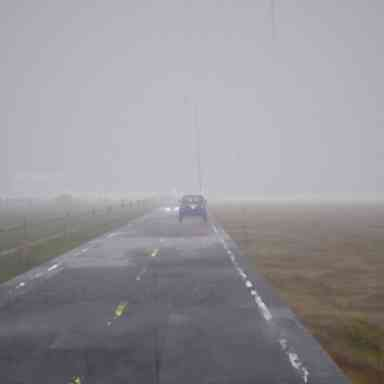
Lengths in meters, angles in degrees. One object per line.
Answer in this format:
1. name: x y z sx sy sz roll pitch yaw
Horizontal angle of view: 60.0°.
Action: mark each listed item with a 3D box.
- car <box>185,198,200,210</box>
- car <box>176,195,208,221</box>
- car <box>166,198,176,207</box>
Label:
1. car: 0.094 1.521 43.127 1.812 1.442 4.674 0 0 0
2. car: 0.085 1.211 26.766 2.150 2.045 5.566 0 0 0
3. car: -2.817 1.600 49.881 1.895 1.301 4.718 0 0 0
